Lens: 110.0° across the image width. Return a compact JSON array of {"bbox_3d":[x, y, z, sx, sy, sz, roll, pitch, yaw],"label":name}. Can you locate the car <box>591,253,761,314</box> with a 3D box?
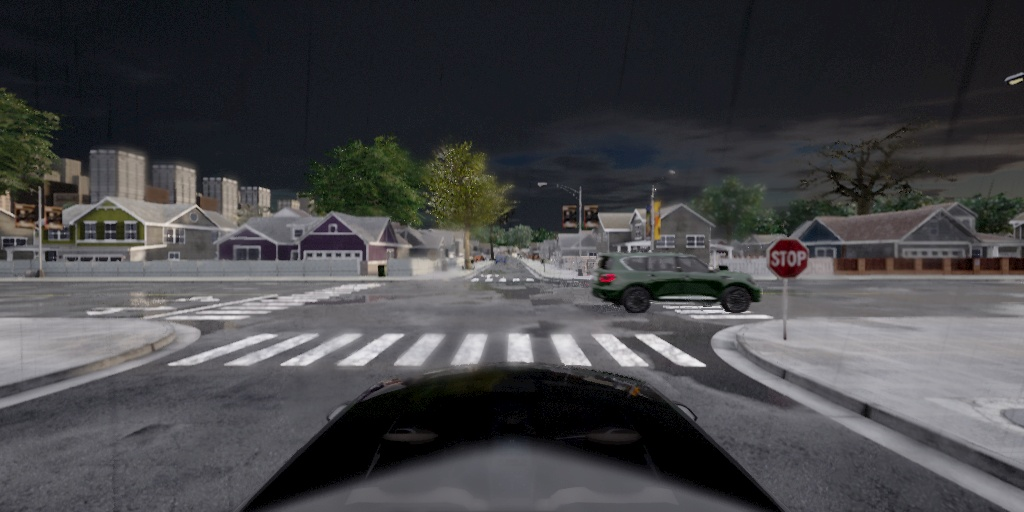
[{"bbox_3d":[5.657,0.893,12.831,5.566,2.045,2.150,0,0,0],"label":"car"}]
